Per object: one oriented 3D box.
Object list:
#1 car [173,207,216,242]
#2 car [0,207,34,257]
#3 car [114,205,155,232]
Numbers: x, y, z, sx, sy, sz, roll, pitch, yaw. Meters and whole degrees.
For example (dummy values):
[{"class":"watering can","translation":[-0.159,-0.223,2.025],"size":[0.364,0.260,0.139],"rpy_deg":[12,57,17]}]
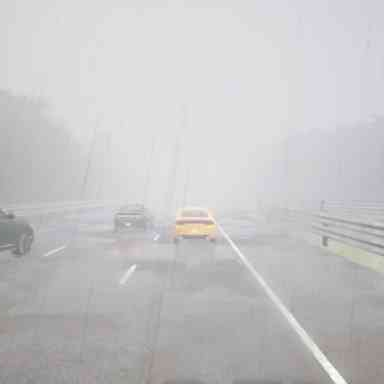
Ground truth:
[{"class":"car","translation":[0.103,1.491,16.404],"size":[1.882,1.535,5.008],"rpy_deg":[0,0,0]},{"class":"car","translation":[-6.897,1.226,9.891],"size":[2.150,2.045,5.566],"rpy_deg":[0,0,0]},{"class":"car","translation":[-3.397,1.513,20.135],"size":[2.128,1.511,4.902],"rpy_deg":[0,0,0]}]
